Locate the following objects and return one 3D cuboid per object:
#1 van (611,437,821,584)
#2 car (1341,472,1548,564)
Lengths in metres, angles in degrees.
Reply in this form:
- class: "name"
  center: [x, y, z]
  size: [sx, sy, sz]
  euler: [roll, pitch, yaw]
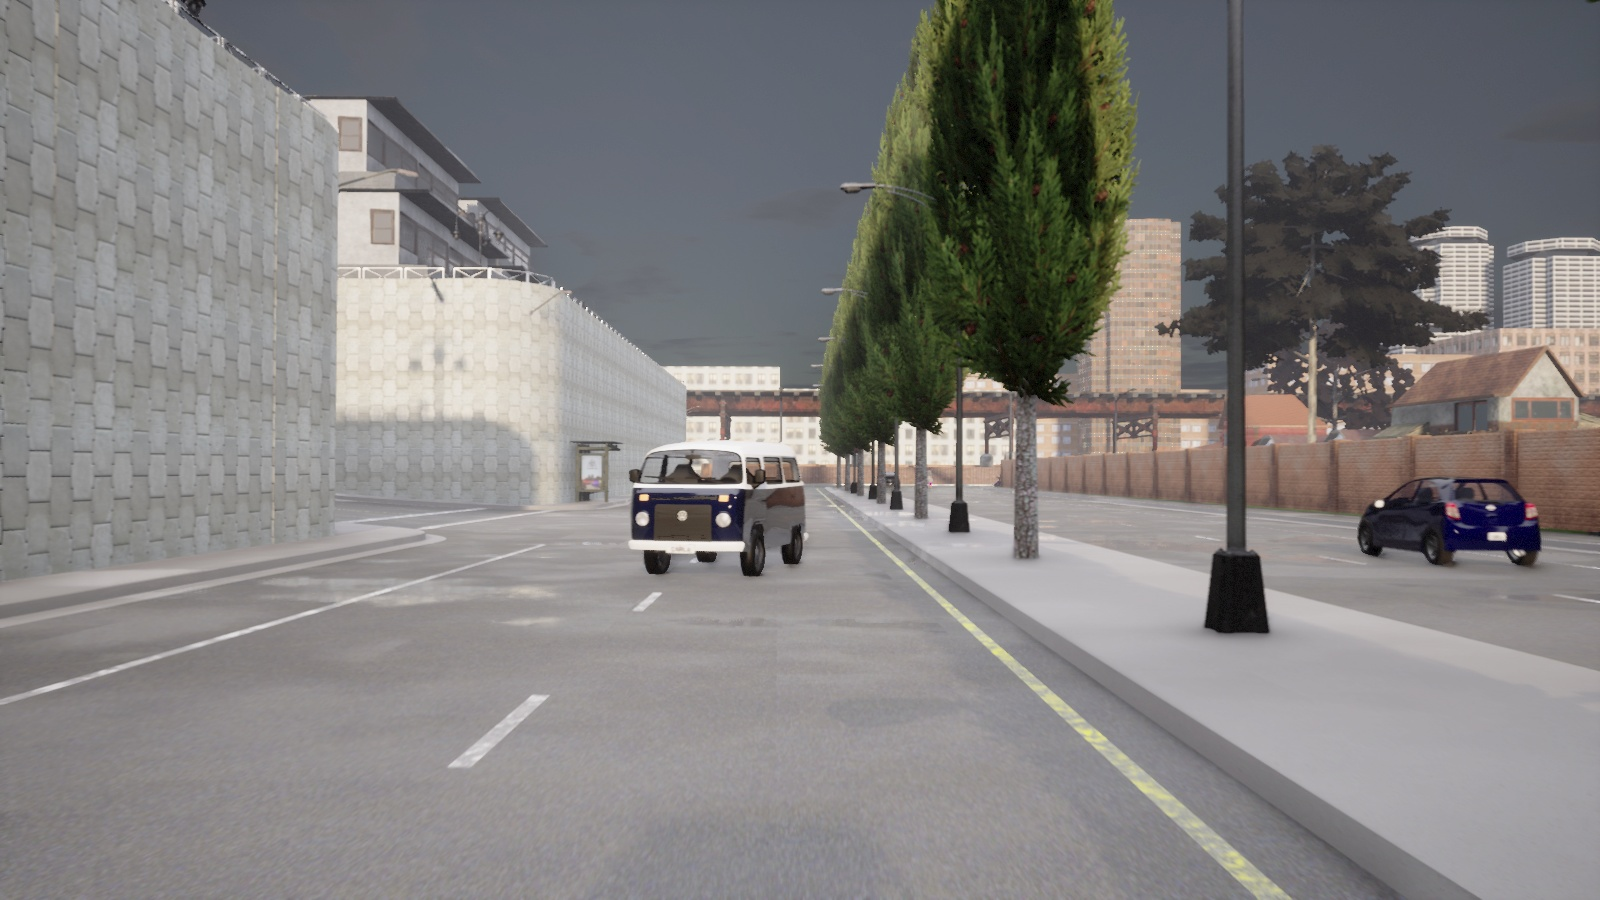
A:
- class: "van"
  center: [-1.168, 0.875, 19.826]
  size: [2.069, 2.038, 4.480]
  euler: [0, -1, 13]
- class: "car"
  center: [11.445, 1.161, 22.589]
  size: [1.845, 1.501, 3.633]
  euler: [0, -1, 0]
